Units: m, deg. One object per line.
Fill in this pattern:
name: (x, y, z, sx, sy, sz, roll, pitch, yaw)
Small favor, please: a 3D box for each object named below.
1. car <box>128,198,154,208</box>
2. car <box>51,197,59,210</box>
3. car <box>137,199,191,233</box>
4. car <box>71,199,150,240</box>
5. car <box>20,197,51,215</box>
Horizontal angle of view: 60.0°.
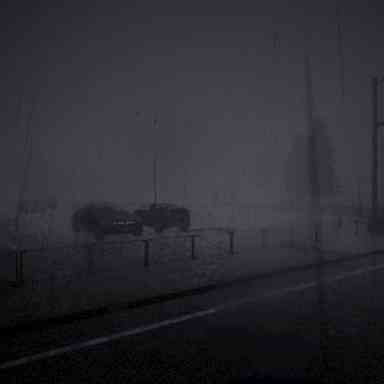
car: (-7.832, 1.651, 50.517, 1.895, 1.301, 4.718, 0, 0, -36)
car: (-17.129, 1.369, 39.610, 1.845, 1.501, 3.633, 0, 0, -36)
car: (-1.877, 1.335, 18.511, 2.007, 1.523, 4.514, 0, 0, -36)
car: (-4.390, 1.326, 16.632, 2.152, 1.636, 5.027, 0, 0, -36)
car: (-15.200, 1.380, 31.849, 1.970, 1.475, 3.806, 0, 0, -36)
